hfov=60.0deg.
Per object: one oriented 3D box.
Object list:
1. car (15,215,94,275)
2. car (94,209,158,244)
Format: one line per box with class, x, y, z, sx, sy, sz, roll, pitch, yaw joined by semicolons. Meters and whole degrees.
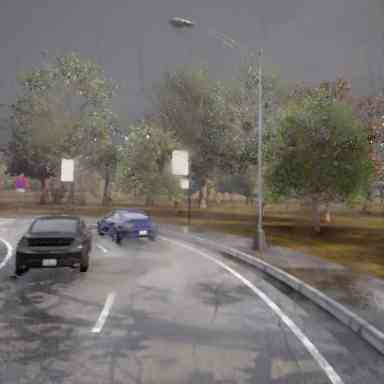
car;-4.180;1.489;10.535;1.837;1.490;4.892;1;0;-16
car;-3.162;1.518;15.833;1.812;1.442;4.674;1;0;-30
